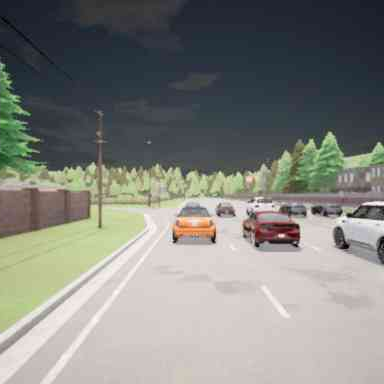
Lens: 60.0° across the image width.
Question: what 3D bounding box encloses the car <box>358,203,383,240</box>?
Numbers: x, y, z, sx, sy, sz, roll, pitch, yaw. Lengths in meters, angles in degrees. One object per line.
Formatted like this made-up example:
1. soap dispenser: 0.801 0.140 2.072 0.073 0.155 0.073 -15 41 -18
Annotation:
1. car: 10.603 1.524 16.909 2.097 1.767 4.553 0 0 0

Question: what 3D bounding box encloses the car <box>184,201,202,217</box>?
1. car: 0.106 1.848 36.913 1.882 1.535 5.008 0 -1 0

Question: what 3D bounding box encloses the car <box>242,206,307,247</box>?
1. car: 3.603 1.639 15.856 1.882 1.535 5.008 0 -1 0

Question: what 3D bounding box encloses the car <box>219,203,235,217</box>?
1. car: 3.607 1.892 36.495 1.812 1.442 4.674 0 -1 0

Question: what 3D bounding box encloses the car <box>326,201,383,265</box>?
1. car: 7.102 1.343 11.929 2.150 2.045 5.566 0 -1 0

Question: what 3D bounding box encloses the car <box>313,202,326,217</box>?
1. car: 14.105 1.846 35.134 2.128 1.511 4.902 0 -1 0

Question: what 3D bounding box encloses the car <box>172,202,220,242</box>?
1. car: 0.104 1.532 17.601 2.097 1.767 4.553 0 0 0

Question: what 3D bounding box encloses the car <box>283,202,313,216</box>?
1. car: 10.606 1.846 35.139 2.128 1.511 4.902 0 -1 0

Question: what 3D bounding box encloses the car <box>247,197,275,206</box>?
1. car: 7.107 1.572 34.878 2.150 2.045 5.566 0 -1 0
